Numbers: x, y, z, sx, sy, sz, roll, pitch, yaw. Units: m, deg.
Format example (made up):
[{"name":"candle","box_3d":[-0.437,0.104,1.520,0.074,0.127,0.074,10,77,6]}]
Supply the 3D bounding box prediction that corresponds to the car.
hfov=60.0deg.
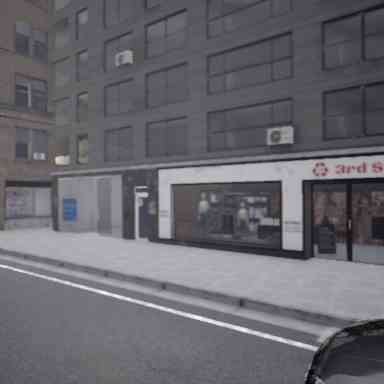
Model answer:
[{"name":"car","box_3d":[3.140,1.491,1.752,4.902,1.511,2.128,0,0,36]}]
